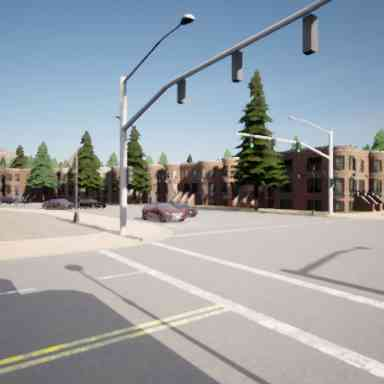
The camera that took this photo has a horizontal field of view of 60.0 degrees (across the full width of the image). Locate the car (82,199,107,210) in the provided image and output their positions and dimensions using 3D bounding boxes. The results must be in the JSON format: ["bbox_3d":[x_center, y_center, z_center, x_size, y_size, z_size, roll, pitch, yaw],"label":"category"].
[{"bbox_3d":[-13.243,1.597,43.548,4.718,1.301,1.895,0,0,37],"label":"car"}]

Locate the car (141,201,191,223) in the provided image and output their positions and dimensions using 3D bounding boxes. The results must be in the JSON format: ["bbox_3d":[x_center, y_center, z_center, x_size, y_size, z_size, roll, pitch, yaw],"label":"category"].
[{"bbox_3d":[-2.329,1.522,25.713,1.812,1.442,4.674,0,0,-35],"label":"car"}]

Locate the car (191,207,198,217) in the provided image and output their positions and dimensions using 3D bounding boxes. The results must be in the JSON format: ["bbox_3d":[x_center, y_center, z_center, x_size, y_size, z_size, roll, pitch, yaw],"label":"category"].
[{"bbox_3d":[-1.338,1.559,30.231,1.994,1.385,4.181,0,0,-37],"label":"car"}]

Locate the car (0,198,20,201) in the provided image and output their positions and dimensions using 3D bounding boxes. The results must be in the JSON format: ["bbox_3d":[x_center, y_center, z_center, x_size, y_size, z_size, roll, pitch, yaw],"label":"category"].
[{"bbox_3d":[-27.601,1.241,51.153,4.902,1.511,2.128,0,0,16],"label":"car"}]

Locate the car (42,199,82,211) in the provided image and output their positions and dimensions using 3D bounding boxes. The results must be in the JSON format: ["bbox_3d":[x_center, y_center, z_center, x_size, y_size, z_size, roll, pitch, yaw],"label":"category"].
[{"bbox_3d":[-16.674,1.544,41.810,5.357,1.411,2.033,0,0,35],"label":"car"}]
